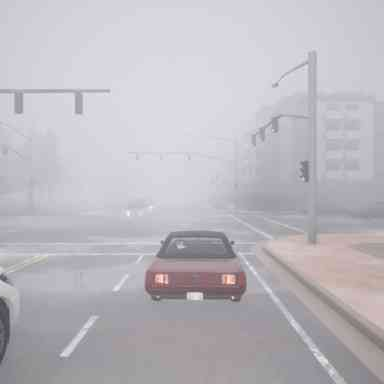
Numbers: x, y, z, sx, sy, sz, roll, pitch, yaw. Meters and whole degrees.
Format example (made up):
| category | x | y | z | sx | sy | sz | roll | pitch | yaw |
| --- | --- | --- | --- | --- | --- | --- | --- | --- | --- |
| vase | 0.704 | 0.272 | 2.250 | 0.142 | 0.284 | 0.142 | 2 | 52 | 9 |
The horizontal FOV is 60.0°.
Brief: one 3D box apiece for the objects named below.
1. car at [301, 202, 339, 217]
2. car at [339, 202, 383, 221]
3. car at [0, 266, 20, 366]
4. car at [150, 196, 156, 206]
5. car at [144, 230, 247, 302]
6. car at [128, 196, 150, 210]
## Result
| category | x | y | z | sx | sy | sz | roll | pitch | yaw |
| --- | --- | --- | --- | --- | --- | --- | --- | --- | --- |
| car | 12.170 | 1.564 | 30.329 | 4.181 | 1.385 | 1.994 | 0 | 0 | -2 |
| car | 15.283 | 1.546 | 27.011 | 5.357 | 1.411 | 2.033 | 0 | 0 | -3 |
| car | -3.455 | 1.221 | 2.189 | 2.150 | 2.045 | 5.566 | 0 | 0 | 1 |
| car | -7.076 | 1.492 | 54.916 | 2.128 | 1.511 | 4.902 | 0 | 0 | 0 |
| car | 0.132 | 1.601 | 8.246 | 1.895 | 1.301 | 4.718 | 0 | 0 | 2 |
| car | -7.084 | 1.477 | 43.450 | 1.882 | 1.535 | 5.008 | 0 | 0 | 0 |
